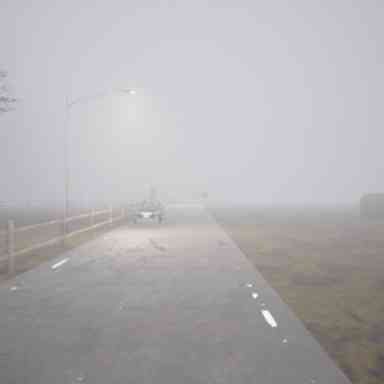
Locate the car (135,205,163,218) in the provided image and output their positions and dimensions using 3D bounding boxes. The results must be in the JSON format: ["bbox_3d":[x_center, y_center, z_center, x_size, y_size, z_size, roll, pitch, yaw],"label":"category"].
[{"bbox_3d":[-2.786,1.245,22.697,2.128,1.511,4.902,0,0,0],"label":"car"}]
